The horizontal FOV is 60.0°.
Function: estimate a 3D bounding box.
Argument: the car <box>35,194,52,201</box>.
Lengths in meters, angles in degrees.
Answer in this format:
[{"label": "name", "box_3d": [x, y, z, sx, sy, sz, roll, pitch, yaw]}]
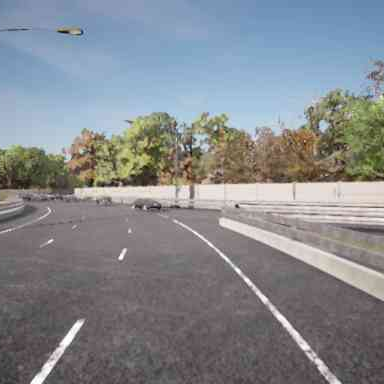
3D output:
[{"label": "car", "box_3d": [-34.718, 1.412, 75.939, 5.357, 1.411, 2.033, 0, 0, 44]}]

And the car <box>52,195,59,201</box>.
[{"label": "car", "box_3d": [-31.809, 1.372, 78.053, 4.892, 1.490, 1.837, 0, 0, 44]}]

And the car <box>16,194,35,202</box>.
[{"label": "car", "box_3d": [-37.220, 1.388, 73.491, 4.892, 1.490, 1.837, 0, 0, 44]}]

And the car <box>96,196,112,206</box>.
[{"label": "car", "box_3d": [-14.458, 1.341, 54.567, 2.128, 1.511, 4.902, -3, 0, -28]}]

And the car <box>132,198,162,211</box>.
[{"label": "car", "box_3d": [-5.315, 1.384, 38.918, 1.994, 1.385, 4.181, 0, 0, -38]}]

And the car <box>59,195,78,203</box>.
[{"label": "car", "box_3d": [-26.152, 1.506, 71.603, 2.128, 1.511, 4.902, 0, 0, -41]}]
